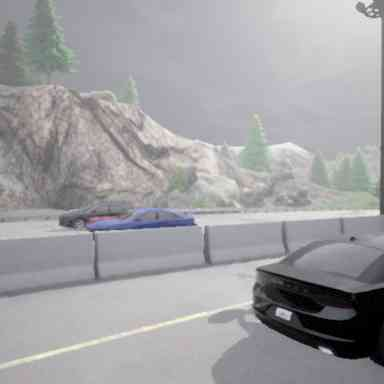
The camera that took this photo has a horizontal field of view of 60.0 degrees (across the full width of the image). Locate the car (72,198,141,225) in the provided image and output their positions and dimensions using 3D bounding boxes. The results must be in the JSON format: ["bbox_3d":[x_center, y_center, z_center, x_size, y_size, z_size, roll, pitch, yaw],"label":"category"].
[{"bbox_3d":[-6.350,1.376,24.802,4.553,1.767,2.097,0,0,-32],"label":"car"}]

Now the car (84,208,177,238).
[{"bbox_3d":[-3.367,1.622,18.453,4.718,1.301,1.895,0,0,-32],"label":"car"}]

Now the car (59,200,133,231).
[{"bbox_3d":[-5.748,1.497,21.051,5.008,1.535,1.882,0,0,-33],"label":"car"}]

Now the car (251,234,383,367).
[{"bbox_3d":[3.293,1.494,5.833,5.008,1.535,1.882,0,0,-33],"label":"car"}]

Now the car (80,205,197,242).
[{"bbox_3d":[-2.150,1.496,15.061,5.008,1.535,1.882,0,0,-33],"label":"car"}]
